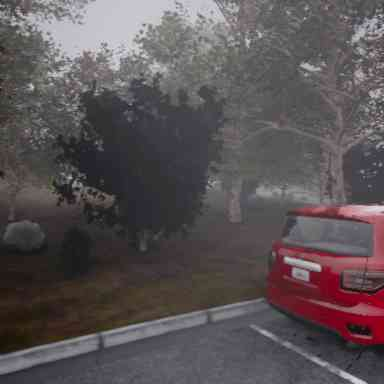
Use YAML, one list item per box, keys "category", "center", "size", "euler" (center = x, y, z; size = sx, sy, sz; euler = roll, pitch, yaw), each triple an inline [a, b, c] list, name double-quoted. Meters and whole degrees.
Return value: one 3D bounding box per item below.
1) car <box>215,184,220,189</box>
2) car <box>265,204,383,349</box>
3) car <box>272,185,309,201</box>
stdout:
- category: "car"
  center: [5.467, -1.067, 61.904]
  size: [1.812, 1.442, 4.674]
  euler: [2, 3, -19]
- category: "car"
  center: [3.889, 1.242, 5.876]
  size: [5.566, 2.045, 2.435]
  euler: [0, 0, -28]
- category: "car"
  center: [12.278, -0.083, 41.730]
  size: [2.150, 2.045, 5.566]
  euler: [2, 3, -19]
